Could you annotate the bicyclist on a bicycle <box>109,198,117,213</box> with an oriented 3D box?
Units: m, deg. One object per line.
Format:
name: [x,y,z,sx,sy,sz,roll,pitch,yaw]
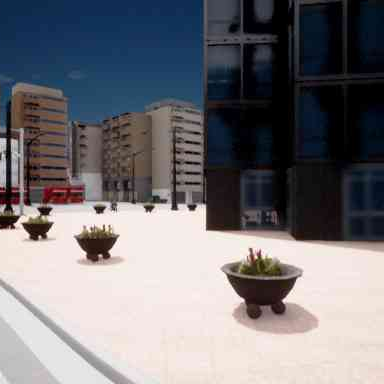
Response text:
bicyclist on a bicycle: [-8.627,1.441,36.334,0.582,1.620,1.656,1,-1,-42]
